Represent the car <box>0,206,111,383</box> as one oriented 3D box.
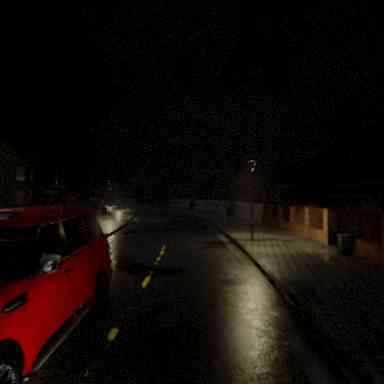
[{"bbox_3d":[-2.716,1.273,4.613,2.150,2.045,5.566,0,-1,0],"label":"car"}]
